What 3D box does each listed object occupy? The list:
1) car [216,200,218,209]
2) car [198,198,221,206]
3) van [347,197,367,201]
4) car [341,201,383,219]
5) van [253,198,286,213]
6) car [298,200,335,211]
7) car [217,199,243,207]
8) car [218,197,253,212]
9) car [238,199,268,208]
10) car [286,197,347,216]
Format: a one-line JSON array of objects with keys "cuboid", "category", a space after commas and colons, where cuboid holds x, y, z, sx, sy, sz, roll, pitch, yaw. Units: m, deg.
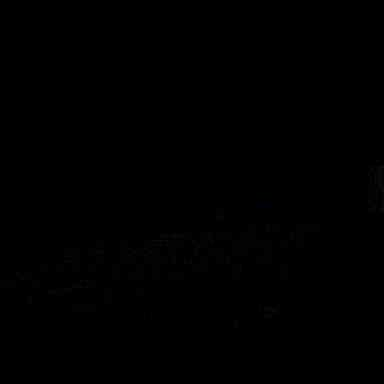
[{"cuboid": [2.911, 1.915, 48.428, 2.008, 1.369, 4.403, -1, 0, -36], "category": "car"}, {"cuboid": [3.241, 1.929, 62.631, 2.008, 1.369, 4.403, -1, 0, -36], "category": "car"}, {"cuboid": [19.742, 1.456, 39.526, 1.690, 1.788, 3.998, -1, 0, -36], "category": "van"}, {"cuboid": [16.118, 1.727, 29.942, 1.802, 1.307, 4.206, -1, 0, -36], "category": "car"}, {"cuboid": [9.510, 1.599, 39.185, 1.690, 1.788, 3.998, -1, 0, -36], "category": "van"}, {"cuboid": [16.446, 1.736, 44.148, 1.947, 1.339, 4.313, -1, 0, -36], "category": "car"}, {"cuboid": [6.542, 1.872, 58.011, 1.887, 1.381, 4.507, -1, 0, -36], "category": "car"}, {"cuboid": [6.208, 1.627, 43.806, 2.192, 1.841, 5.009, -1, 0, -36], "category": "car"}, {"cuboid": [9.744, 1.803, 53.528, 1.752, 1.417, 4.829, -1, 0, -36], "category": "car"}, {"cuboid": [12.810, 1.517, 34.563, 2.192, 1.841, 5.009, -1, 0, -36], "category": "car"}]
